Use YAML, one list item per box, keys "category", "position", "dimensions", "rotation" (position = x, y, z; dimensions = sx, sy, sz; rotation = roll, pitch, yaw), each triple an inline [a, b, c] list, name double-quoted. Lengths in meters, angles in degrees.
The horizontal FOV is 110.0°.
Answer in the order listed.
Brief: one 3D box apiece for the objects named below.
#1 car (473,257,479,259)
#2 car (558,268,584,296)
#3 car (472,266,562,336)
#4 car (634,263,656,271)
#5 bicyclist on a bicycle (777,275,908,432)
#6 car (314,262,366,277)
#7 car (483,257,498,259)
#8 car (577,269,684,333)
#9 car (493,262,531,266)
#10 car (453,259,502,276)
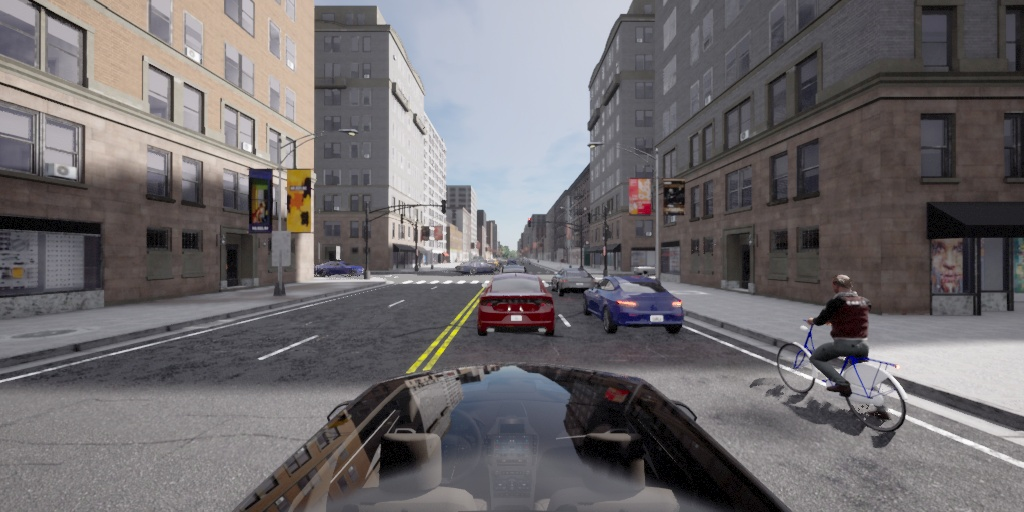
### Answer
- category: "car"
  position: [-6.591, 1.265, 59.458]
  dimensions: [1.837, 1.490, 4.892]
  rotation: [0, 0, 0]
- category: "car"
  position: [3.249, 1.315, 19.173]
  dimensions: [1.994, 1.385, 4.181]
  rotation: [0, 0, 0]
- category: "car"
  position: [0.101, 1.227, 10.437]
  dimensions: [1.882, 1.535, 5.008]
  rotation: [0, 0, 0]
- category: "car"
  position: [15.048, 1.404, 37.146]
  dimensions: [4.718, 1.301, 1.895]
  rotation: [0, 0, 1]
- category: "bicyclist on a bicycle"
  position: [4.146, 1.120, 4.699]
  dimensions: [0.659, 1.776, 1.843]
  rotation: [0, 0, 0]
- category: "car"
  position: [-16.350, 1.259, 34.308]
  dimensions: [4.674, 1.442, 1.812]
  rotation: [0, 0, 0]
- category: "car"
  position: [-3.338, 1.238, 59.796]
  dimensions: [1.882, 1.535, 5.008]
  rotation: [0, 0, 0]
- category: "car"
  position: [3.346, 1.275, 10.573]
  dimensions: [1.812, 1.442, 4.674]
  rotation: [0, 0, 0]
- category: "car"
  position: [0.100, 1.256, 19.920]
  dimensions: [1.837, 1.490, 4.892]
  rotation: [0, 0, 0]
- category: "car"
  position: [-3.582, 1.308, 38.164]
  dimensions: [5.357, 1.411, 2.033]
  rotation: [0, 0, -40]
